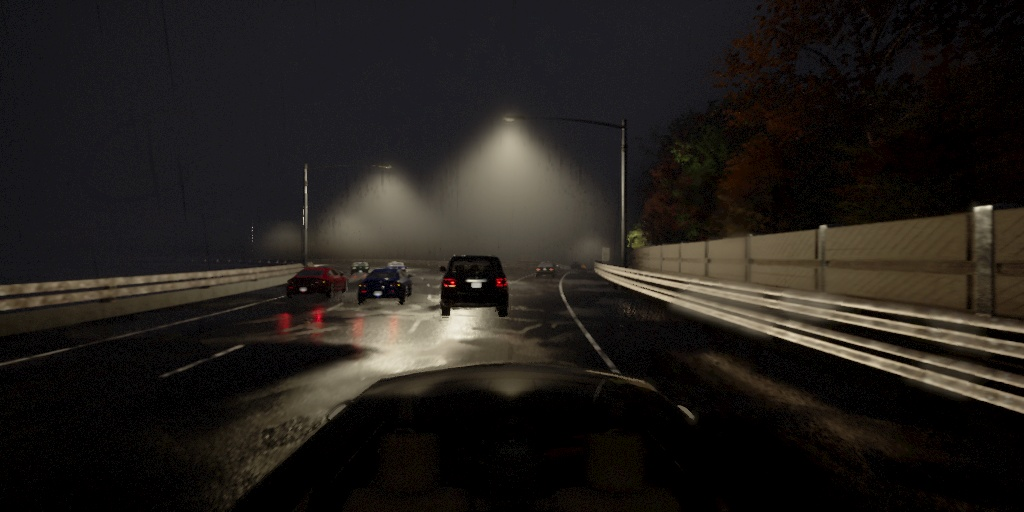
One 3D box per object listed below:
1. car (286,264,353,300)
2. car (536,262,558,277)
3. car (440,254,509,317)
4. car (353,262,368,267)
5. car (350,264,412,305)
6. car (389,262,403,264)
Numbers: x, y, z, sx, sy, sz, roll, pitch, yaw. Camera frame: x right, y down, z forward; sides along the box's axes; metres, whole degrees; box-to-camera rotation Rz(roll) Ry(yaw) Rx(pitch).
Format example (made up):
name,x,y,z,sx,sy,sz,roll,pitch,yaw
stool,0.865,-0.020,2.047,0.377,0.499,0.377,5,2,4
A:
name,x,y,z,sx,sy,sz,roll,pitch,yaw
car,-9.482,1.261,17.694,1.812,1.442,4.674,0,0,-12
car,3.502,1.293,35.400,2.033,1.411,5.357,0,0,11
car,-1.482,0.967,13.318,2.150,2.045,5.566,0,0,-9
car,-17.034,1.325,40.148,1.895,1.301,4.718,0,0,-25
car,-5.566,1.267,16.051,1.812,1.442,4.674,0,0,-10
car,-12.738,1.330,39.094,1.895,1.301,4.718,0,0,-24
